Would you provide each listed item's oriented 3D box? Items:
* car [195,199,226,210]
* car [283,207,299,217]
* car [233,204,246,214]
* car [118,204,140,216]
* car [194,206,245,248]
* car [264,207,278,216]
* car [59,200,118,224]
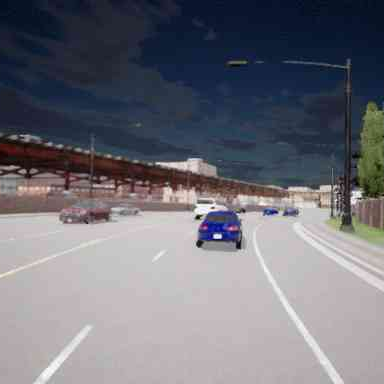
[{"bbox_3d":[1.989,1.718,32.917,2.150,2.045,5.566,0,-3,20],"label":"car"},{"bbox_3d":[17.853,3.485,59.820,2.097,1.767,4.553,1,-3,25],"label":"car"},{"bbox_3d":[9.225,3.466,66.323,2.150,2.045,5.566,1,-3,25],"label":"car"},{"bbox_3d":[-7.716,2.002,37.151,1.895,1.301,4.718,1,-2,19],"label":"car"},{"bbox_3d":[1.344,1.577,15.054,1.812,1.442,4.674,1,-1,9],"label":"car"},{"bbox_3d":[14.480,3.551,60.895,1.882,1.535,5.008,1,-3,26],"label":"car"},{"bbox_3d":[-7.697,1.376,24.535,2.097,1.767,4.553,1,-1,14],"label":"car"}]
